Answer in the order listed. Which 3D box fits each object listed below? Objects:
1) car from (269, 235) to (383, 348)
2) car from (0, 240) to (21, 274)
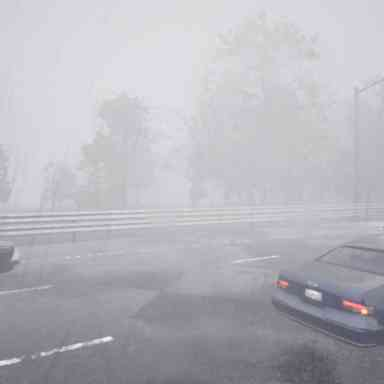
[{"bbox_3d":[3.892,1.510,5.999,5.357,1.411,2.033,0,0,-30],"label":"car"},{"bbox_3d":[-6.718,1.586,7.879,4.718,1.301,1.895,0,0,-31],"label":"car"}]
